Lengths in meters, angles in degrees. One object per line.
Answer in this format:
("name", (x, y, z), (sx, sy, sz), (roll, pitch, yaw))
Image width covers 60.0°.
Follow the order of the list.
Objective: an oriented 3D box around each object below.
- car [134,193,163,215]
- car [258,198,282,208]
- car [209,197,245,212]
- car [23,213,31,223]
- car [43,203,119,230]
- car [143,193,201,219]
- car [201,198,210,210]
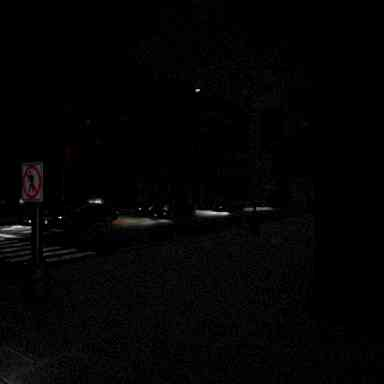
("car", (-3.053, 1.126, 31.868), (2.150, 2.045, 5.566), (0, 0, 35))
("car", (10.733, 1.416, 45.642), (1.895, 1.301, 4.718), (0, 0, 36))
("car", (4.130, 1.428, 36.387), (1.994, 1.385, 4.181), (0, 0, 35))
("car", (-8.939, 1.494, 23.572), (2.033, 1.411, 5.357), (0, 0, 34))
("car", (-6.858, 1.436, 20.862), (2.128, 1.511, 4.902), (0, 0, 35))
("car", (-1.610, 1.259, 28.277), (2.097, 1.767, 4.553), (0, 0, 35))
("car", (2.651, 1.366, 39.915), (1.837, 1.490, 4.892), (0, 0, 35))
